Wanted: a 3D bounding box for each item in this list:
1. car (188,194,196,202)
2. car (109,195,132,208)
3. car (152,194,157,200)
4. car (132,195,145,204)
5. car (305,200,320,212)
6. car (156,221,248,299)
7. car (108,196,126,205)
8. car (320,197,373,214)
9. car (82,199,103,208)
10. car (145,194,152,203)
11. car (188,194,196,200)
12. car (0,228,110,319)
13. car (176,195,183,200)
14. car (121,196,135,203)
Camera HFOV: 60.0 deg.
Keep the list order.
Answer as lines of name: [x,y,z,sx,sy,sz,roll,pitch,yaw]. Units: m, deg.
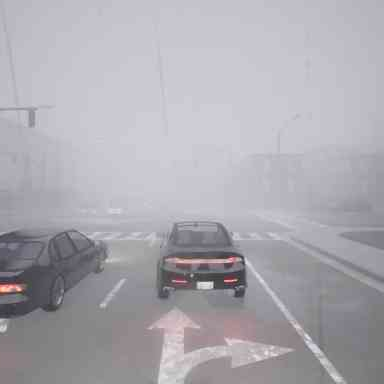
car: [0.013,1.500,78.168,1.837,1.490,4.892,0,0,0]
car: [-10.587,1.491,47.809,2.128,1.511,4.902,0,0,0]
car: [-10.487,1.321,87.717,1.882,1.535,5.008,0,0,0]
car: [-10.551,1.351,61.475,2.097,1.767,4.553,0,0,0]
car: [15.718,1.492,38.745,4.902,1.511,2.128,0,0,0]
car: [0.116,1.492,8.488,2.128,1.511,4.902,0,0,-3]
car: [-14.041,1.548,62.491,2.033,1.411,5.357,0,0,0]
car: [16.546,1.352,35.245,4.553,1.767,2.097,0,0,0]
car: [-14.087,1.601,47.196,1.895,1.301,4.718,0,0,0]
car: [-10.489,1.525,72.068,2.128,1.511,4.902,0,0,0]
car: [0.014,1.355,92.893,2.097,1.767,4.553,0,0,0]
car: [-3.430,1.547,7.684,2.033,1.411,5.357,0,0,0]
car: [-3.486,1.524,92.909,1.812,1.442,4.674,0,0,0]
car: [-13.989,1.540,73.164,2.033,1.411,5.357,0,0,0]
